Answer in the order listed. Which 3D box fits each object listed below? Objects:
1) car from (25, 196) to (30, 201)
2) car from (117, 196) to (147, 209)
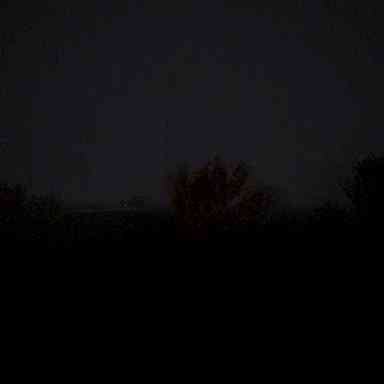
[{"bbox_3d":[-22.005,1.490,39.720,2.150,2.045,5.566,-1,-1,36],"label":"car"},{"bbox_3d":[-10.019,1.720,56.335,2.150,2.045,5.566,-1,-1,36],"label":"car"}]
